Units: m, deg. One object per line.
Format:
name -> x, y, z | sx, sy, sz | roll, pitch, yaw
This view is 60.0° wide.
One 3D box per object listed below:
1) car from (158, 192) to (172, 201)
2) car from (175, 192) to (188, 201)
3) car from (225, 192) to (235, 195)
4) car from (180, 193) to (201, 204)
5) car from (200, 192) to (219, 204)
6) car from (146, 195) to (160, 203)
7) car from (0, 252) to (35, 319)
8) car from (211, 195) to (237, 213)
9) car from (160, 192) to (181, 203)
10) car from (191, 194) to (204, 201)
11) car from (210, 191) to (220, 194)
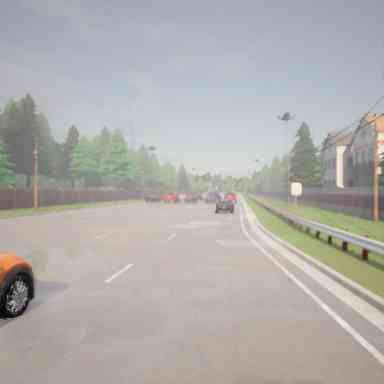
car -> -5.703, 0.944, 71.754 | 2.097, 1.767, 4.553 | 0, 0, 8
car -> -2.236, 0.950, 71.275 | 2.097, 1.767, 4.553 | 0, 0, 8
car -> 6.880, 1.035, 59.799 | 2.150, 2.045, 5.566 | 0, 0, 8
car -> -0.190, 1.293, 60.505 | 2.128, 1.511, 4.902 | 0, 0, 8
car -> 3.277, 1.299, 60.026 | 2.128, 1.511, 4.902 | 0, 0, 8
car -> -7.124, 1.266, 61.462 | 1.882, 1.535, 5.008 | 0, 0, 8
car -> -4.274, 1.331, 4.612 | 2.097, 1.767, 4.553 | 0, 0, 8
car -> 3.545, 1.379, 35.610 | 2.128, 1.511, 4.902 | 0, 0, 8
car -> -3.653, 1.016, 61.012 | 2.150, 2.045, 5.566 | 0, 0, 8
car -> 1.235, 1.127, 70.827 | 2.128, 1.511, 4.902 | 0, 0, 8
car -> 4.707, 0.833, 70.377 | 2.150, 2.045, 5.566 | 0, 0, 8
